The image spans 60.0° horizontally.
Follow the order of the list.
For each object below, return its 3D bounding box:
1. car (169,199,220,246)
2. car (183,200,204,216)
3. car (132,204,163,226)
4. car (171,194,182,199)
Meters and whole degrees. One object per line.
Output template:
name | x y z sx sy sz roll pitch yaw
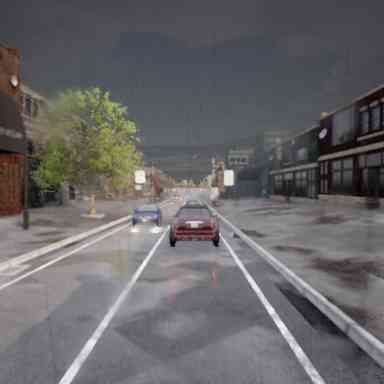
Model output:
car | 0.103 1.376 15.605 2.097 1.767 4.553 0 0 0
car | 0.103 1.594 34.911 2.033 1.411 5.357 0 0 0
car | -3.083 1.569 23.830 1.812 1.442 4.674 0 0 0
car | -3.001 1.213 65.581 2.097 1.767 4.553 0 0 0
